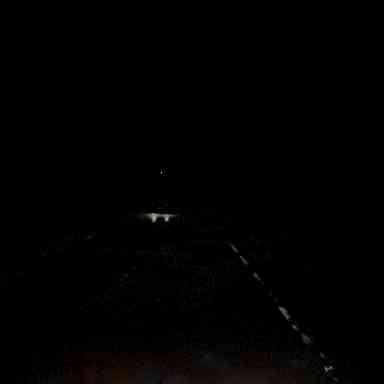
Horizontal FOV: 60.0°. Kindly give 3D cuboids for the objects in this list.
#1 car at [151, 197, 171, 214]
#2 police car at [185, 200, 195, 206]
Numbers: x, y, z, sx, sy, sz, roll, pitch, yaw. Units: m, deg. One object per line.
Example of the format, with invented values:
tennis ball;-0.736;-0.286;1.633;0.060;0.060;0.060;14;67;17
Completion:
car;-3.909;1.671;42.910;2.150;2.045;5.566;0;-1;-1
police car;-0.107;2.879;88.676;1.930;1.638;5.238;0;-2;-2
